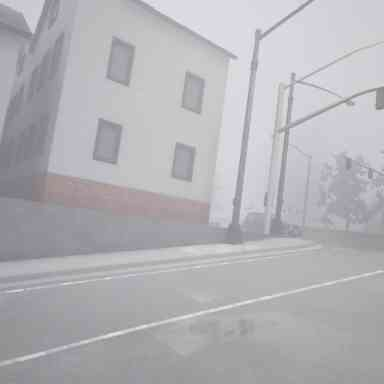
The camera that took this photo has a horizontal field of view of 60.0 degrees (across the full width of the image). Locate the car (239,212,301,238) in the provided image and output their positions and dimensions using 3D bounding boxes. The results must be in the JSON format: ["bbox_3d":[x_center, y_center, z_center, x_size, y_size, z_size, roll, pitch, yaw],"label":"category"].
[{"bbox_3d":[6.988,2.956,29.607,2.150,2.045,5.566,12,-7,-35],"label":"car"}]

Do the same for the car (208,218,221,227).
[{"bbox_3d":[0.986,3.302,37.917,2.033,1.411,5.357,12,-7,-35],"label":"car"}]

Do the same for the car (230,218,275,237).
[{"bbox_3d":[6.527,3.861,36.431,1.837,1.490,4.892,12,-7,-35],"label":"car"}]
